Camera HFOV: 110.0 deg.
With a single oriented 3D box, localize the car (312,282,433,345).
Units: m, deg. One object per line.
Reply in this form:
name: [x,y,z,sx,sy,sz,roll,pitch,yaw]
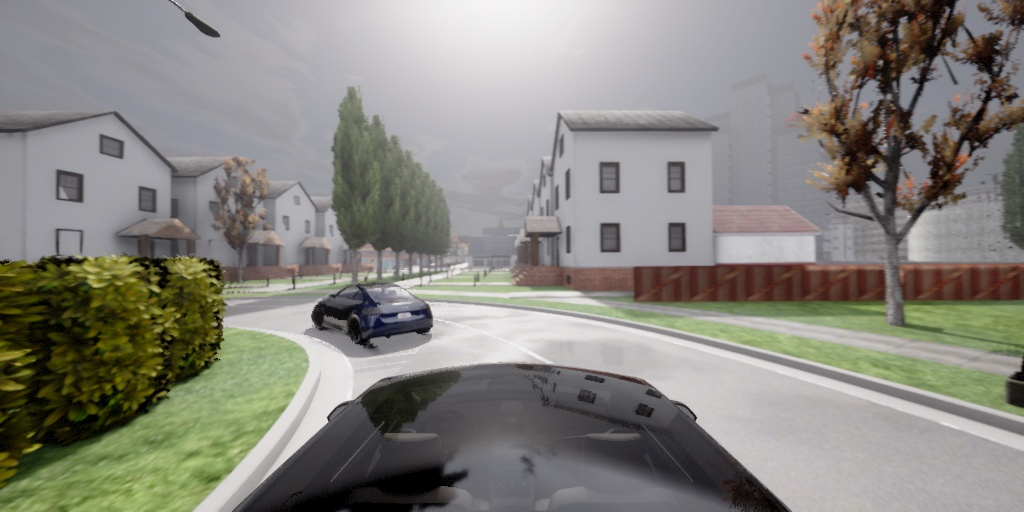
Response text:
car: [-4.020,1.443,10.128,1.994,1.385,4.181,0,-1,-45]
